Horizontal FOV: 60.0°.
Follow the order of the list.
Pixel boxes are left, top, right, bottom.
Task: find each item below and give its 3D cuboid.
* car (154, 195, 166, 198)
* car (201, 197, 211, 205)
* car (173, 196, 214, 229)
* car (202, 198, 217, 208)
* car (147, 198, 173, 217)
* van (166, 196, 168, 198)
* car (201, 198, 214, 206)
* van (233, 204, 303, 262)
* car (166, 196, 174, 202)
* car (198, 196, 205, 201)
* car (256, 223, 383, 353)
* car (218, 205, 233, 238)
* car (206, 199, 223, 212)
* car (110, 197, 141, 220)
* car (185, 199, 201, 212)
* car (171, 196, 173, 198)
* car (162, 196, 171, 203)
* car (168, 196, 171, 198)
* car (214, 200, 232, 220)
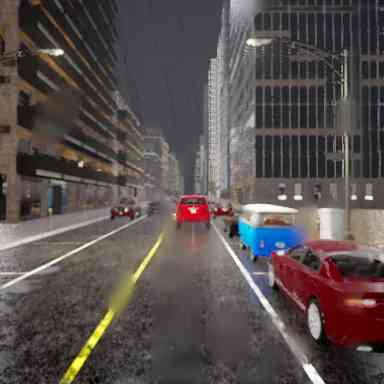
[{"bbox_3d":[-5.703,1.576,51.962,1.967,1.590,4.097,1,0,0],"label":"car"},{"bbox_3d":[2.635,1.691,63.406,1.752,1.417,4.829,1,0,0],"label":"car"},{"bbox_3d":[0.085,1.278,22.516,2.150,2.045,5.566,0,-1,0],"label":"car"},{"bbox_3d":[2.641,1.687,51.841,2.008,1.369,4.403,1,0,0],"label":"car"},{"bbox_3d":[-3.116,1.588,31.816,1.837,1.490,4.892,0,0,0],"label":"car"},{"bbox_3d":[-5.704,1.492,57.660,1.690,1.788,3.998,1,0,0],"label":"van"},{"bbox_3d":[2.638,1.695,57.539,1.887,1.381,4.507,1,0,0],"label":"car"},{"bbox_3d":[2.669,1.373,11.957,1.690,1.788,3.998,1,0,0],"label":"van"},{"bbox_3d":[-5.726,1.773,86.147,1.887,1.381,4.507,1,0,0],"label":"car"},{"bbox_3d":[2.617,1.827,91.725,1.802,1.307,4.206,1,0,0],"label":"car"},{"bbox_3d":[2.668,1.562,6.259,1.887,1.381,4.507,1,0,0],"label":"car"},{"bbox_3d":[2.661,1.613,17.654,1.947,1.339,4.313,1,0,0],"label":"car"},{"bbox_3d":[2.649,1.632,40.616,1.752,1.417,4.829,1,0,0],"label":"car"},{"bbox_3d":[-5.687,1.392,29.171,2.192,1.841,5.009,1,0,0],"label":"car"},{"bbox_3d":[0.075,1.611,40.923,1.837,1.490,4.892,0,0,0],"label":"car"},{"bbox_3d":[-3.043,1.610,72.339,1.882,1.535,5.008,0,0,0],"label":"car"},{"bbox_3d":[-5.718,1.721,74.582,1.752,1.417,4.829,1,0,0],"label":"car"},{"bbox_3d":[-5.707,1.480,63.357,2.192,1.841,5.009,1,0,0],"label":"car"},{"bbox_3d":[2.657,1.517,29.051,1.967,1.590,4.097,1,0,0],"label":"car"}]
